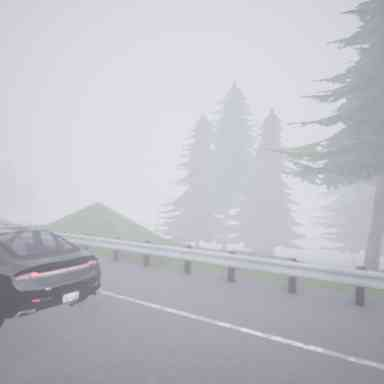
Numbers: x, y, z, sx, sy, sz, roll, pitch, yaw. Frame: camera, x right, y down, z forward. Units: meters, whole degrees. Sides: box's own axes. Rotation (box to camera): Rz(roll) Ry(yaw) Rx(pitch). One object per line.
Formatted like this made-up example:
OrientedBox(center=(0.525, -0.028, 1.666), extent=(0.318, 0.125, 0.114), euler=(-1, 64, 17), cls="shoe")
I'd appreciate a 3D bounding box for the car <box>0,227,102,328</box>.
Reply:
OrientedBox(center=(-3.938, 1.484, 6.804), extent=(4.902, 1.511, 2.128), euler=(0, 0, 36), cls="car")
